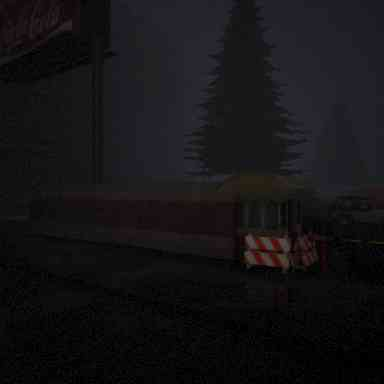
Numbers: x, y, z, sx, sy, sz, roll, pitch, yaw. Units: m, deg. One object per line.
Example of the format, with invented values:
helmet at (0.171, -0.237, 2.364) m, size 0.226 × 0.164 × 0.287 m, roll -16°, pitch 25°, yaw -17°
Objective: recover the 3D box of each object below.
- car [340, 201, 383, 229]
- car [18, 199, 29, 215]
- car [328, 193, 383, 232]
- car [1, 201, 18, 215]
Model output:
car at (11.219, 1.338, 19.680) m, size 4.193 × 1.474 × 1.816 m, roll 0°, pitch 0°, yaw 35°
car at (-13.709, 1.352, 32.083) m, size 2.097 × 1.767 × 4.553 m, roll 0°, pitch 0°, yaw 35°
car at (9.282, 1.149, 17.621) m, size 3.866 × 1.878 × 1.905 m, roll 0°, pitch 0°, yaw 35°
car at (-16.910, 1.491, 33.620) m, size 2.128 × 1.511 × 4.902 m, roll 0°, pitch 0°, yaw 35°
